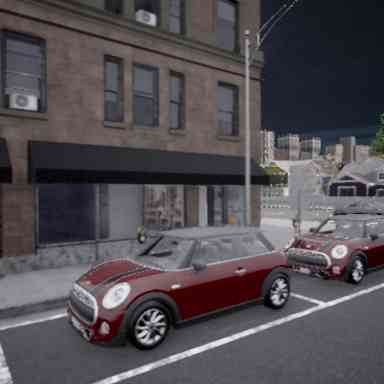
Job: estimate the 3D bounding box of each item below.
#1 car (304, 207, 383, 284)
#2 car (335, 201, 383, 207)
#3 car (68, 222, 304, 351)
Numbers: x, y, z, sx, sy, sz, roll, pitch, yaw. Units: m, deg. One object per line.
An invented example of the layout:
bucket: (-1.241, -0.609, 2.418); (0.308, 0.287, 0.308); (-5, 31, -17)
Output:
car: (4.388, 1.388, 9.311); (4.097, 1.590, 1.967); (0, 0, -35)
car: (12.038, 1.383, 22.380); (2.128, 1.511, 4.902); (0, 0, -35)
car: (-0.096, 1.421, 6.120); (4.097, 1.590, 1.967); (0, 0, -35)
